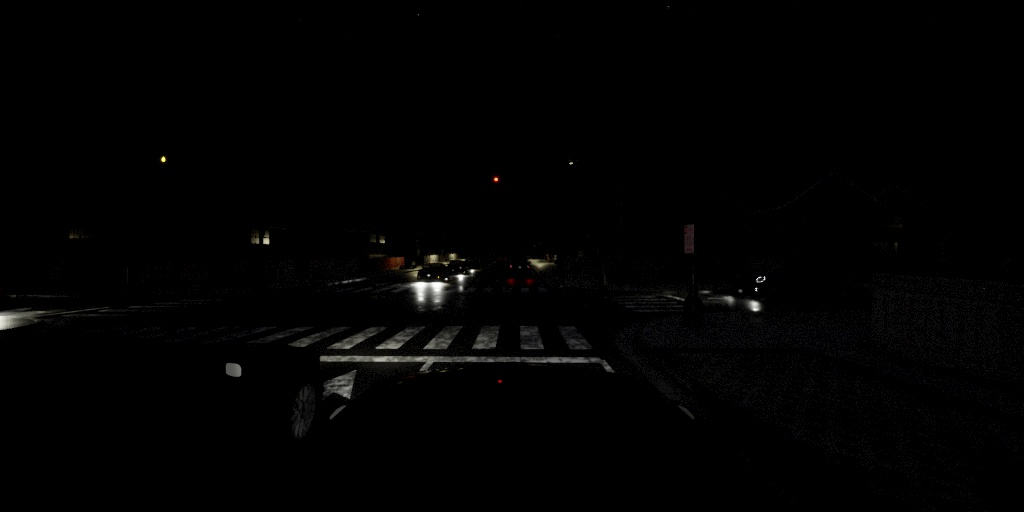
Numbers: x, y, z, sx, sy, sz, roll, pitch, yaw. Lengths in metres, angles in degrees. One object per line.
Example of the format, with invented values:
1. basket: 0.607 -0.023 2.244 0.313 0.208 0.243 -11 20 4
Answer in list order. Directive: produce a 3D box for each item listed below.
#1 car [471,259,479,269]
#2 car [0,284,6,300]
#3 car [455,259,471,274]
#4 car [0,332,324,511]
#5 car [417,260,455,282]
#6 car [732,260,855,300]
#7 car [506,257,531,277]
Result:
1. car: -5.748 1.059 49.439 2.033 1.411 5.357 0 1 2
2. car: -23.173 1.140 13.779 5.566 2.045 2.150 0 0 4
3. car: -5.949 1.165 38.795 1.812 1.442 4.674 0 0 1
4. car: -3.152 1.227 2.210 1.882 1.535 5.008 0 0 1
5. car: -6.126 1.250 28.503 1.994 1.385 4.181 0 0 1
6. car: 12.653 0.994 16.362 4.553 1.767 2.097 0 0 -1
7. car: 0.718 1.017 34.441 2.097 1.767 4.553 0 0 0
